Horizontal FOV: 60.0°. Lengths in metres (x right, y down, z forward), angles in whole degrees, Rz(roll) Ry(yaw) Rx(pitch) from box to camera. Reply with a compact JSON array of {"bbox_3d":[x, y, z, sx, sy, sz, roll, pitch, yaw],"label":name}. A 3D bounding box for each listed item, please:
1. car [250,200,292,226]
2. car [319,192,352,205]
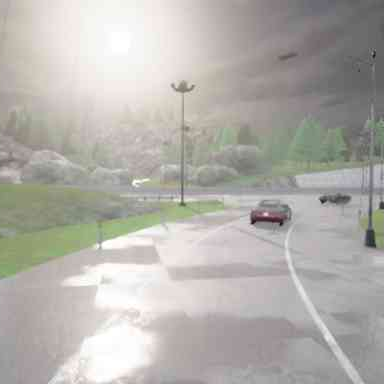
[{"bbox_3d":[4.922,1.155,20.433,1.994,1.385,4.181,1,2,23],"label":"car"},{"bbox_3d":[15.769,0.662,36.375,1.895,1.301,4.718,2,3,45],"label":"car"}]
